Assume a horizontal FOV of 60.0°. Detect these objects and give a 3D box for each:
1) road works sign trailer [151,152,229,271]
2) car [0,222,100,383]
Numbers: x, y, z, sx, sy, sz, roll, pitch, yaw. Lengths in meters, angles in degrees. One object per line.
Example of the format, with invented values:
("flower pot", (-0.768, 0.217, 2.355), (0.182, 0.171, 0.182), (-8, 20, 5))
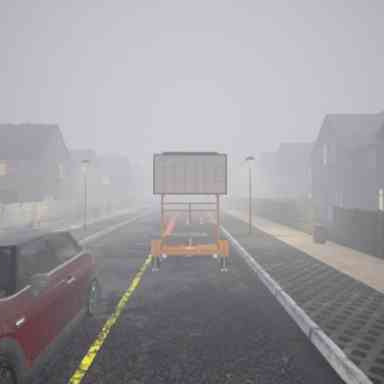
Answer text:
("road works sign trailer", (-0.061, 0.487, 10.962), (2.380, 3.560, 2.880), (0, 0, 0))
("car", (-2.773, 1.360, 4.356), (2.097, 1.767, 4.553), (0, 0, 0))
